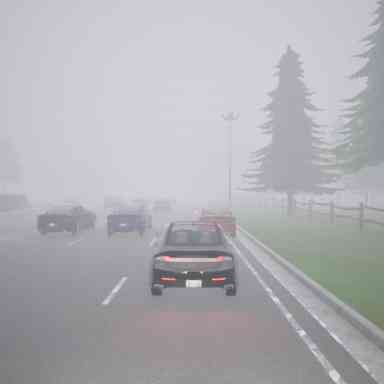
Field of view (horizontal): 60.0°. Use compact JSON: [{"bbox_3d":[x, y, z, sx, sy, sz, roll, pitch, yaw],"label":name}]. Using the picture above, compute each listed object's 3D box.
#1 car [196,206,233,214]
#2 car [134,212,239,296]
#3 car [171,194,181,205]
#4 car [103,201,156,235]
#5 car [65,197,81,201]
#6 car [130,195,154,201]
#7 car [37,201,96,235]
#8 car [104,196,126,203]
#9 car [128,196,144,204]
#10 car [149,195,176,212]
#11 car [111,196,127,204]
[{"bbox_3d":[1.220,1.476,17.960,1.882,1.535,5.008,0,0,0],"label":"car"},{"bbox_3d":[0.050,1.491,8.618,2.128,1.511,4.902,0,0,0],"label":"car"},{"bbox_3d":[-3.415,1.543,56.933,2.033,1.411,5.357,0,0,0],"label":"car"},{"bbox_3d":[-3.405,1.476,18.866,1.882,1.535,5.008,0,0,0],"label":"car"},{"bbox_3d":[-16.415,1.474,45.709,1.882,1.535,5.008,0,0,-15],"label":"car"},{"bbox_3d":[-6.912,1.488,45.551,2.128,1.511,4.902,0,0,0],"label":"car"},{"bbox_3d":[-6.903,1.476,18.875,1.882,1.535,5.008,0,0,0],"label":"car"},{"bbox_3d":[-10.413,1.348,44.807,2.097,1.767,4.553,0,0,0],"label":"car"},{"bbox_3d":[-10.418,1.486,62.258,2.128,1.511,4.902,0,0,0],"label":"car"},{"bbox_3d":[-3.409,1.488,39.201,2.128,1.511,4.902,0,0,0],"label":"car"},{"bbox_3d":[-13.915,1.472,63.868,1.882,1.535,5.008,0,0,0],"label":"car"}]
